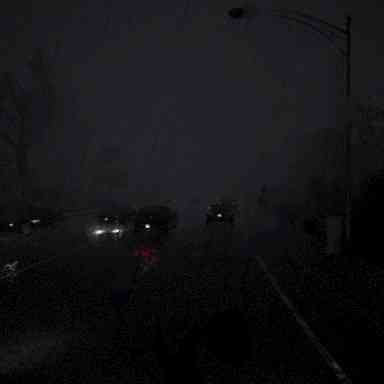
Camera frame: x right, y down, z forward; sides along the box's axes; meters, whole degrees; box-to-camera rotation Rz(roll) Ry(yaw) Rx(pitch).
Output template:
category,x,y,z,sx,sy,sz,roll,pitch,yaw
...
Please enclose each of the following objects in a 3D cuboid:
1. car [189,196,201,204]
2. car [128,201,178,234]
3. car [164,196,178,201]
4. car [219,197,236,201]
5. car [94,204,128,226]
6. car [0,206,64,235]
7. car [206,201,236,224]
category,x,y,z,sx,sy,sz,roll,pitch,yaw
car,0.588,1.532,64.561,1.882,1.535,5.008,0,0,9
car,-2.027,1.519,19.571,1.837,1.490,4.892,0,0,6
car,-3.683,1.532,59.670,2.128,1.511,4.902,0,0,9
car,4.464,1.404,41.652,2.097,1.767,4.553,0,0,8
car,-5.310,1.571,23.473,1.994,1.385,4.181,0,0,7
car,-9.355,1.539,19.074,2.033,1.411,5.357,0,0,6
car,2.149,1.595,24.982,1.994,1.385,4.181,0,0,7
